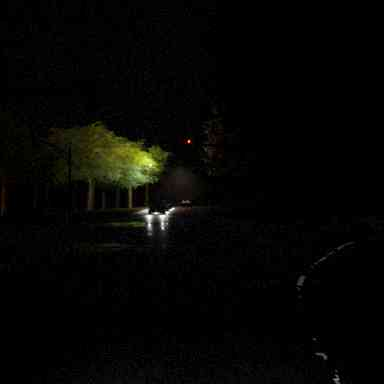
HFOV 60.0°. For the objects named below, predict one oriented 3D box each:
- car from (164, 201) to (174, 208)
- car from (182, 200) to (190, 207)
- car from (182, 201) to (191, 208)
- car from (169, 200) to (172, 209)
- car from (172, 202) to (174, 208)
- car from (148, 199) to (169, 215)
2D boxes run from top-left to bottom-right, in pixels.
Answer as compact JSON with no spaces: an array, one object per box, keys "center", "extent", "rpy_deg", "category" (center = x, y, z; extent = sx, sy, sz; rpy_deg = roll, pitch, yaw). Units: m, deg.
[{"center":[-4.707,2.565,68.213],"extent":[1.895,1.301,4.718],"rpy_deg":[0,-2,-1],"category":"car"},{"center":[-1.473,2.824,80.614],"extent":[1.882,1.535,5.008],"rpy_deg":[0,-2,-1],"category":"car"},{"center":[-1.113,2.582,68.877],"extent":[1.895,1.301,4.718],"rpy_deg":[0,-2,-2],"category":"car"},{"center":[-4.353,2.079,49.051],"extent":[1.812,1.442,4.674],"rpy_deg":[0,-1,-1],"category":"car"},{"center":[-4.545,2.073,57.983],"extent":[2.097,1.767,4.553],"rpy_deg":[0,-1,-1],"category":"car"},{"center":[-4.153,1.902,40.058],"extent":[1.837,1.490,4.892],"rpy_deg":[0,-1,-1],"category":"car"}]
